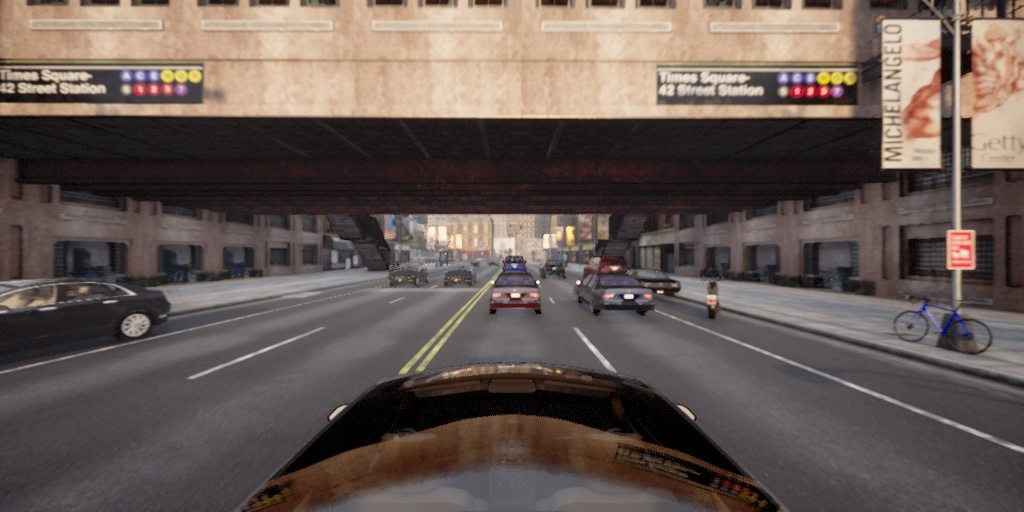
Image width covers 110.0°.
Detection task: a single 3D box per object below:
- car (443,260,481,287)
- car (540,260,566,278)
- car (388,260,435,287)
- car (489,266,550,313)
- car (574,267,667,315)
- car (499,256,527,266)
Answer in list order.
[{"bbox_3d":[-3.485,1.258,24.779,1.837,1.490,4.892,0,0,0],"label":"car"},{"bbox_3d":[3.718,1.107,33.667,2.097,1.767,4.553,0,0,0],"label":"car"},{"bbox_3d":[-6.985,1.258,24.762,1.837,1.490,4.892,0,0,0],"label":"car"},{"bbox_3d":[0.131,1.299,13.910,2.033,1.411,5.357,0,0,1],"label":"car"},{"bbox_3d":[3.630,1.299,13.592,2.033,1.411,5.357,0,0,0],"label":"car"},{"bbox_3d":[0.222,0.977,33.112,2.150,2.045,5.566,0,0,0],"label":"car"}]
